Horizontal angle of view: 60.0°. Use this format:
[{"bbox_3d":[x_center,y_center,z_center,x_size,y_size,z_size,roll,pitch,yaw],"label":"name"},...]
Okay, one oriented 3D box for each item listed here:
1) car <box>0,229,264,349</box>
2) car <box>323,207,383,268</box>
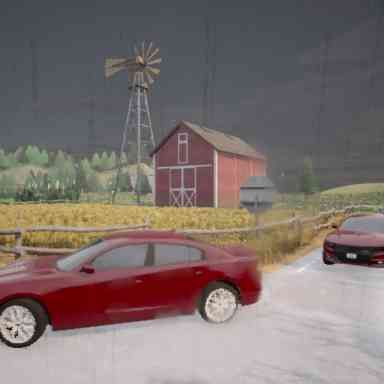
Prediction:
[{"bbox_3d":[-1.160,1.478,6.082,5.008,1.535,1.882,0,0,-17],"label":"car"},{"bbox_3d":[5.916,1.478,11.060,1.882,1.535,5.008,0,0,38],"label":"car"}]
